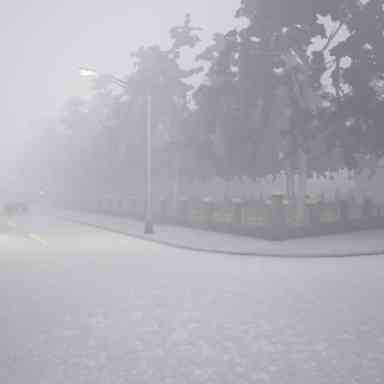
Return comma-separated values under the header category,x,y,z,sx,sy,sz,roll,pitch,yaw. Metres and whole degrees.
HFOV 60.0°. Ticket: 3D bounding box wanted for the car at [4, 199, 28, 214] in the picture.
category,x,y,z,sx,sy,sz,roll,pitch,yaw
car,-18.985,1.511,35.905,1.837,1.490,4.892,0,0,-35
